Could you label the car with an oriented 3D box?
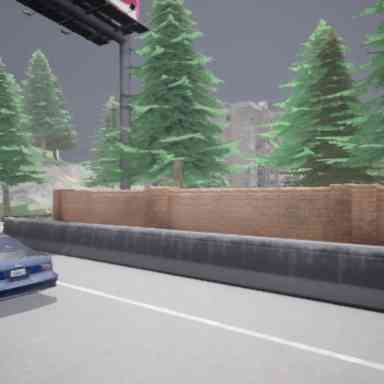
[{"bbox_3d":[-5.365,1.602,7.809,5.357,1.411,2.033,0,0,35],"label":"car"}]
